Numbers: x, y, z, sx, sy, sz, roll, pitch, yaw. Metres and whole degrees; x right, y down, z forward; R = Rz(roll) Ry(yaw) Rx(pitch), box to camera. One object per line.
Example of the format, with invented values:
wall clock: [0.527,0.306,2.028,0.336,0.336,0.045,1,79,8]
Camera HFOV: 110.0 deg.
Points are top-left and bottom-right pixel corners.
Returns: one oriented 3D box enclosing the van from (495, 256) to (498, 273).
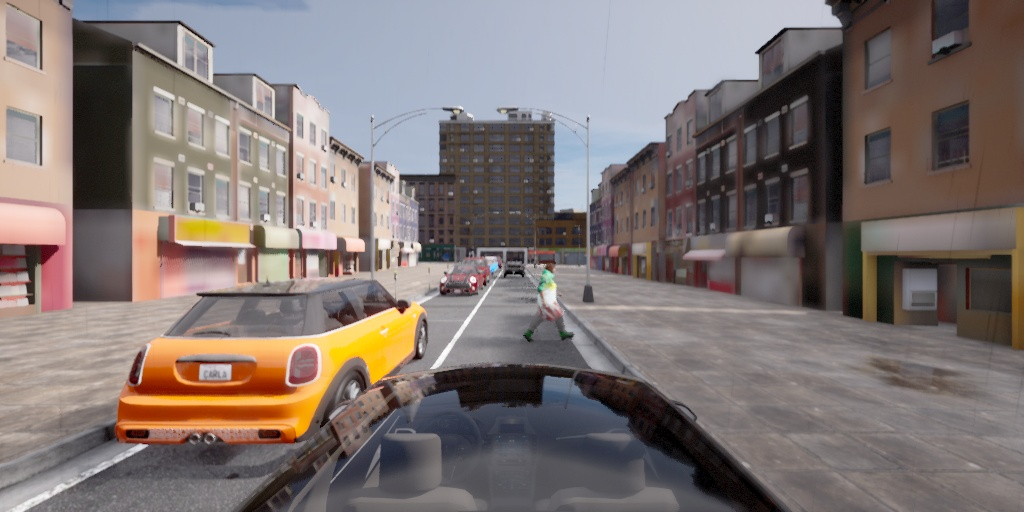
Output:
van: [-2.526,1.008,35.353,1.690,1.789,3.998,0,0,0]

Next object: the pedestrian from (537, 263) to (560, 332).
pedestrian: [0.841,1.029,8.247,0.375,1.860,0.375,0,0,0]

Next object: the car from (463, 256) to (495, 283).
car: [-2.563,1.012,24.464,2.192,1.841,5.009,0,0,0]

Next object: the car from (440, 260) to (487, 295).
car: [-2.582,1.151,19.020,1.967,1.591,4.097,0,0,0]

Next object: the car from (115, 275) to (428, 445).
car: [-2.741,1.093,5.448,2.097,1.767,4.553,0,0,0]

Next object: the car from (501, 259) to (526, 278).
car: [0.186,1.175,32.623,1.837,1.490,4.892,0,-1,0]

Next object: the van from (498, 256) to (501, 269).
van: [-2.508,0.991,40.797,1.690,1.789,3.998,0,0,0]
